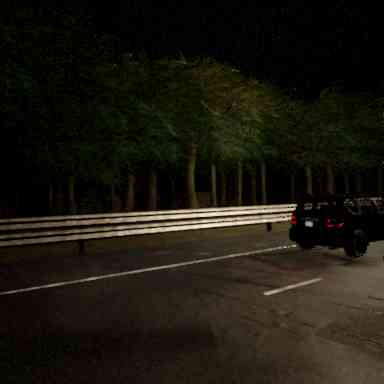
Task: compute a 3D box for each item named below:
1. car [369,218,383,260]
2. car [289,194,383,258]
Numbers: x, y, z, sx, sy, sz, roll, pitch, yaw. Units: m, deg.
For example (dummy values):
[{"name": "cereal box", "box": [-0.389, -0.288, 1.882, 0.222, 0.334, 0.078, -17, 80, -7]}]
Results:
[{"name": "car", "box": [7.304, 1.434, 9.045, 5.357, 1.411, 2.033, -1, 0, -35]}, {"name": "car", "box": [6.030, 1.100, 12.426, 5.566, 2.045, 2.150, -1, 1, -35]}]
